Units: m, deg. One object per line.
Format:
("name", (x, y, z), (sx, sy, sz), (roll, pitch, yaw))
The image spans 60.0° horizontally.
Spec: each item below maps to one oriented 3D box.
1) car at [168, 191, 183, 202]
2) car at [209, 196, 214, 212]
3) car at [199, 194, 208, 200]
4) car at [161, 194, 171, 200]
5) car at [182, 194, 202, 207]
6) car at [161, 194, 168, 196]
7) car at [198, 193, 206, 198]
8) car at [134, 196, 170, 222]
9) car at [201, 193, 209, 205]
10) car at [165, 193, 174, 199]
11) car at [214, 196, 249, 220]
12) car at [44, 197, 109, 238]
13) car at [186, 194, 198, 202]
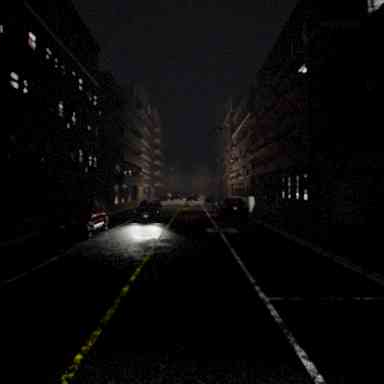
("car", (-3.018, 0.810, 65.913), (2.150, 2.045, 5.566), (0, 0, 0))
("car", (3.108, 1.148, 33.064), (2.097, 1.767, 4.553), (0, 0, 0))
("car", (2.682, 1.070, 79.096), (1.947, 1.339, 4.313), (0, 0, 0))
("car", (-5.698, 1.091, 73.463), (2.008, 1.369, 4.403), (0, 0, 0))
("car", (0.011, 1.342, 44.906), (1.895, 1.301, 4.718), (0, 0, 1))
("car", (-5.697, 1.127, 67.826), (2.008, 1.369, 4.403), (0, 0, 0))
("car", (2.681, 1.015, 90.368), (1.802, 1.307, 4.206), (0, 0, 0))
("car", (-3.102, 1.338, 24.729), (2.128, 1.511, 4.902), (0, 0, 0))
("car", (2.685, 1.234, 50.915), (2.008, 1.369, 4.403), (0, 0, 0))
("car", (-5.699, 1.014, 84.735), (1.887, 1.381, 4.507), (0, 0, 0))
("car", (3.108, 1.191, 26.064), (2.097, 1.767, 4.553), (0, 0, 0))
("car", (-5.691, 1.209, 17.100), (2.192, 1.841, 5.009), (0, 0, 0))
("car", (0.007, 1.110, 61.908), (2.128, 1.511, 4.902), (0, 0, 0))
